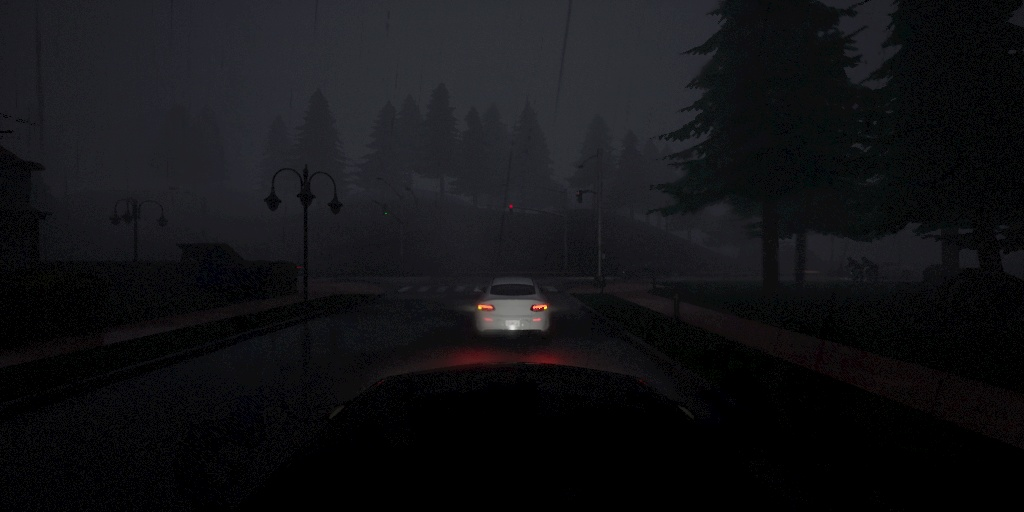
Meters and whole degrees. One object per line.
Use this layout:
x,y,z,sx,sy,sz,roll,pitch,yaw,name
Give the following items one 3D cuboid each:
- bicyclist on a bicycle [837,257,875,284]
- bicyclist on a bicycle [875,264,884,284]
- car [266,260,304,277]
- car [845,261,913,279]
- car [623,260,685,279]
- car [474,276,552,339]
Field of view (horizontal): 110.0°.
21.130,0.890,22.247,0.582,1.620,1.656,0,0,-16,bicyclist on a bicycle
21.777,0.891,21.987,0.582,1.620,1.656,0,0,-14,bicyclist on a bicycle
-19.849,1.091,29.711,4.892,1.490,1.837,0,0,-1,car
30.586,1.119,29.920,4.674,1.442,1.812,0,0,0,car
11.764,1.077,29.882,4.902,1.511,2.128,0,0,0,car
0.021,1.275,9.964,1.812,1.442,4.674,0,0,0,car
